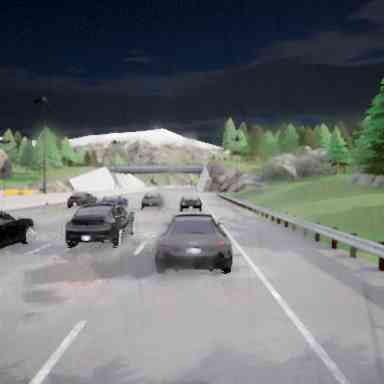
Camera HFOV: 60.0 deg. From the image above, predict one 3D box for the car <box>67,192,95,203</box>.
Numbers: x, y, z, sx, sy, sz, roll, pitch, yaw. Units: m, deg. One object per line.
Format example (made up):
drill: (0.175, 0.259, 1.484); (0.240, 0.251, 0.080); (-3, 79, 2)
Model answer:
car: (-10.620, 0.786, 32.505); (1.837, 1.490, 4.892); (0, 1, 0)

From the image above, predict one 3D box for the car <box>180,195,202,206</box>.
car: (-0.099, 0.939, 29.550); (1.895, 1.301, 4.718); (0, 1, 0)

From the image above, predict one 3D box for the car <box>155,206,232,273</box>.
car: (0.033, 1.339, 9.954); (1.994, 1.385, 4.181); (0, 1, 0)

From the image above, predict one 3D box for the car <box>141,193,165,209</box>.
car: (-3.612, 0.791, 31.429); (2.128, 1.511, 4.902); (0, 1, 0)

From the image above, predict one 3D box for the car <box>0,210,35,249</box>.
car: (-6.973, 1.239, 10.818); (1.882, 1.535, 5.008); (0, 1, 0)

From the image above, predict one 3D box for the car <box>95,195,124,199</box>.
car: (-7.106, 0.922, 30.568); (1.895, 1.301, 4.718); (0, 1, 0)

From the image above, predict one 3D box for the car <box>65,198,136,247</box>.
car: (-3.489, 1.207, 13.318); (1.837, 1.490, 4.892); (0, 1, 0)
